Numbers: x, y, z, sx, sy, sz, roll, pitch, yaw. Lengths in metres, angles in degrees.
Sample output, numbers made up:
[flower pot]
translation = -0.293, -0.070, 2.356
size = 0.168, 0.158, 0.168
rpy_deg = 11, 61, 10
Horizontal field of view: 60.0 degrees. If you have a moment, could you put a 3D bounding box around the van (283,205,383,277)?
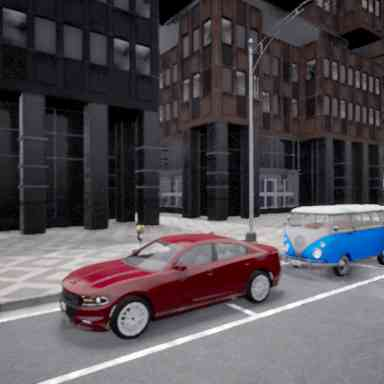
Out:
[van]
translation = 4.395, 1.286, 9.778
size = 3.998, 1.788, 1.690
rpy_deg = 0, 0, -35

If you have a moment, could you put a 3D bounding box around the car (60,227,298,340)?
[car]
translation = -0.180, 1.523, 6.519
size = 4.507, 1.381, 1.887
rpy_deg = 0, 0, -35
